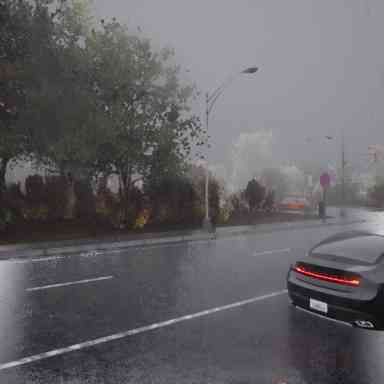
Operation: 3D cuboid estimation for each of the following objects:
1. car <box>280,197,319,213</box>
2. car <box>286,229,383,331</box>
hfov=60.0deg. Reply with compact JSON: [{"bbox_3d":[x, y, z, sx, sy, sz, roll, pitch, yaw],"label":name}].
[{"bbox_3d":[12.167,1.352,37.566,2.097,1.767,4.553,0,0,-32],"label":"car"},{"bbox_3d":[3.923,1.505,6.537,4.892,1.490,1.837,0,0,-35],"label":"car"}]
